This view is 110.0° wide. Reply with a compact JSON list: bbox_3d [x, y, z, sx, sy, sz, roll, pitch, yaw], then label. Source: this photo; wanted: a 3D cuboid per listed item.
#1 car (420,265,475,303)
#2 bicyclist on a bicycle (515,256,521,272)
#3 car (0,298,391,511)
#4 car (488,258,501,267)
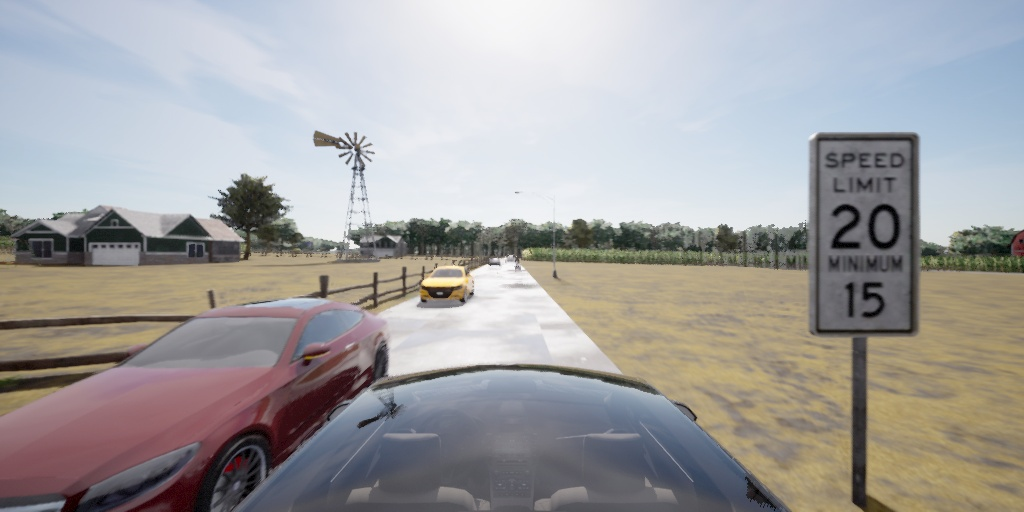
[{"bbox_3d":[-2.861,1.211,16.719,1.882,1.535,5.008,0,0,0],"label":"car"},{"bbox_3d":[0.687,1.050,42.615,0.582,1.620,1.656,0,0,0],"label":"bicyclist on a bicycle"},{"bbox_3d":[-2.852,1.276,4.131,1.812,1.442,4.674,0,0,0],"label":"car"},{"bbox_3d":[-2.898,1.057,60.643,1.994,1.385,4.181,0,0,0],"label":"car"}]
